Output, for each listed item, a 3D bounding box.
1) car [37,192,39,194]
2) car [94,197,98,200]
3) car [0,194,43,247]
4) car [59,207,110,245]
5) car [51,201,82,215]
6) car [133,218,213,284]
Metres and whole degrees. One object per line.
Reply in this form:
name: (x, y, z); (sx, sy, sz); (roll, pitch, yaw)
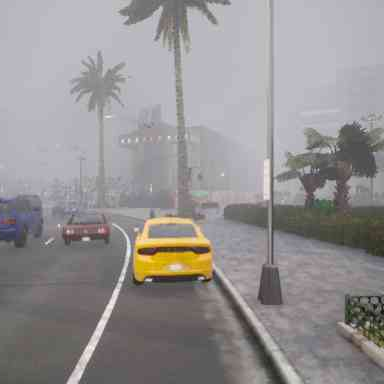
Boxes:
car: (-14.535, 1.246, 28.943); (2.150, 2.045, 5.566); (0, 0, -34)
car: (-26.644, 1.553, 85.529); (4.718, 1.301, 1.895); (0, 0, 24)
car: (-8.202, 1.252, 14.750); (2.150, 2.045, 5.566); (0, 0, -14)
car: (-4.804, 1.614, 15.584); (1.895, 1.301, 4.718); (0, 0, -14)
car: (-11.624, 1.555, 30.887); (2.033, 1.411, 5.357); (0, 0, -34)
car: (-0.674, 1.476, 9.661); (1.882, 1.535, 5.008); (0, 0, -7)
